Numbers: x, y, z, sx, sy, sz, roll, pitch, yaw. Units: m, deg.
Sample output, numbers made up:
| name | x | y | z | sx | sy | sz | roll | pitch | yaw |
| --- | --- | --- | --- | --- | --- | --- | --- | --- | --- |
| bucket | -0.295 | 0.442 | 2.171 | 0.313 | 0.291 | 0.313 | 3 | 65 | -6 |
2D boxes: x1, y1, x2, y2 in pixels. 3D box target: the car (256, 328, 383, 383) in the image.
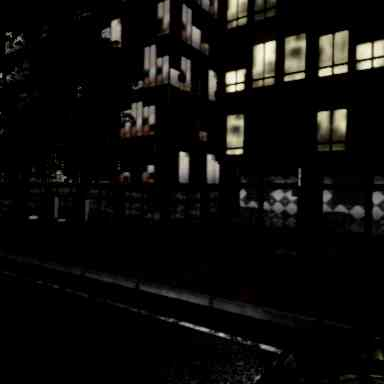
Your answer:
| name | x | y | z | sx | sy | sz | roll | pitch | yaw |
| --- | --- | --- | --- | --- | --- | --- | --- | --- | --- |
| car | 2.914 | 1.550 | 1.605 | 5.357 | 1.411 | 2.033 | 0 | 0 | 36 |
